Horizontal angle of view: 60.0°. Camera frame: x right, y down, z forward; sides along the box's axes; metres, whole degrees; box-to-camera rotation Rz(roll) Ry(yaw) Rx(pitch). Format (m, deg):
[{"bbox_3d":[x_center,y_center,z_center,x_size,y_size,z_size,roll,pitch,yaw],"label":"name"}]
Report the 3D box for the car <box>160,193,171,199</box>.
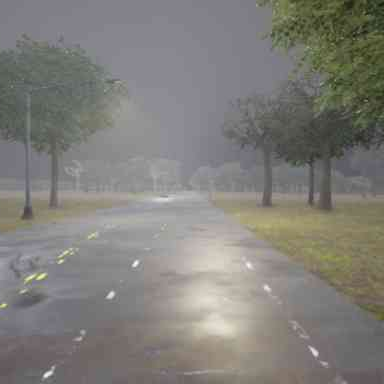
[{"bbox_3d":[-7.088,0.987,84.084,1.895,1.301,4.718,0,1,0],"label":"car"}]
